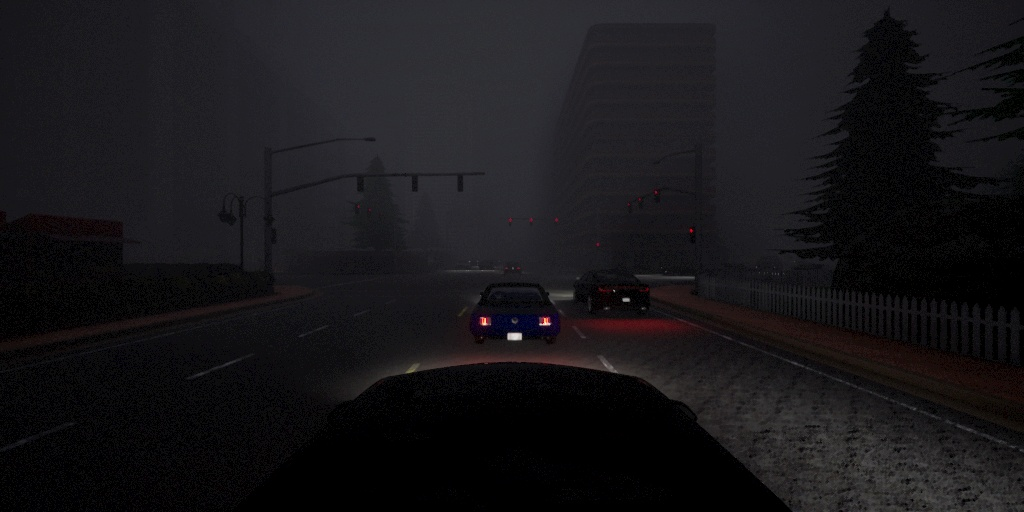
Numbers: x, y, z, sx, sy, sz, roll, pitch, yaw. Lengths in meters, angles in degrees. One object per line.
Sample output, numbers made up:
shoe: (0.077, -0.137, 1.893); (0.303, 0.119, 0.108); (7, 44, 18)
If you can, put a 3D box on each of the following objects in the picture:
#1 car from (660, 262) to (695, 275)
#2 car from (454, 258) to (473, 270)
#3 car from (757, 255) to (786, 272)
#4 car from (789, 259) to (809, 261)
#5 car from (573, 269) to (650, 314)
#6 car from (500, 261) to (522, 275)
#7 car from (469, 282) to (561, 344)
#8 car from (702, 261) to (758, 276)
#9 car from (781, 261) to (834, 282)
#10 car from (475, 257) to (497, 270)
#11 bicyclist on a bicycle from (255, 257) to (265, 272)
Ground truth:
car: (17.633, 1.283, 36.749); (4.718, 1.301, 1.895); (0, 0, -16)
car: (-7.101, 1.257, 51.580); (1.812, 1.442, 4.674); (0, 0, 0)
car: (32.276, 0.897, 44.920); (2.150, 2.045, 5.566); (0, 1, 45)
car: (34.432, 1.280, 42.198); (4.718, 1.301, 1.895); (0, 0, -44)
car: (3.584, 1.223, 13.706); (1.882, 1.535, 5.008); (0, 0, 0)
car: (0.083, 1.255, 38.263); (2.033, 1.411, 5.357); (0, 0, 0)
car: (0.072, 1.348, 9.500); (1.895, 1.301, 4.718); (0, 0, 0)
car: (20.433, 1.284, 33.948); (4.718, 1.301, 1.895); (0, 0, -20)
car: (23.669, 1.286, 27.699); (4.718, 1.301, 1.895); (0, 0, -17)
car: (-3.604, 1.279, 51.449); (2.033, 1.411, 5.357); (0, 0, 0)
bicyclist on a bicycle: (-27.897, 0.982, 39.743); (0.582, 1.620, 1.656); (0, 0, 0)
